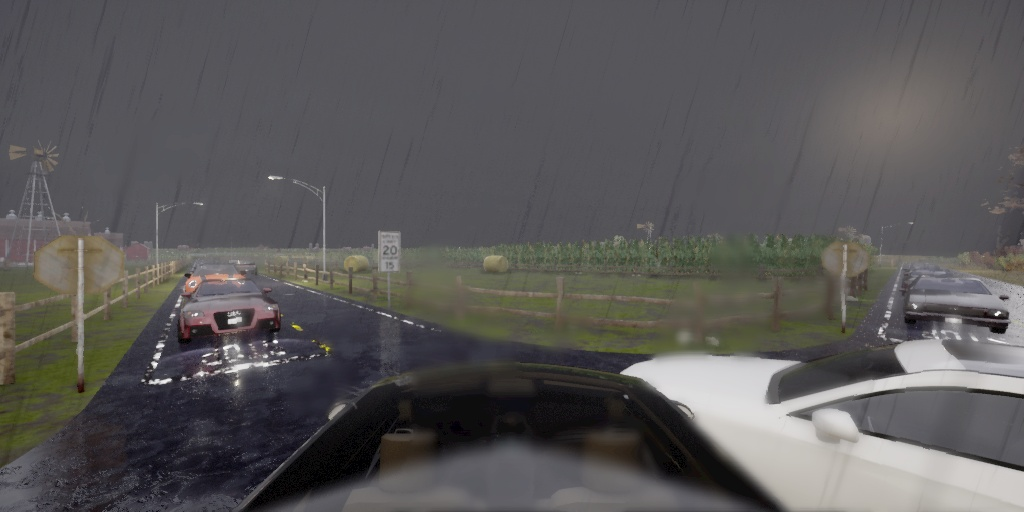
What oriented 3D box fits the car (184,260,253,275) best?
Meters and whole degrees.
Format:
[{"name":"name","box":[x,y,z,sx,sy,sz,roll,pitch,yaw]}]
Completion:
[{"name":"car","box":[-13.562,1.130,16.469,2.097,1.767,4.553,0,0,-41]}]

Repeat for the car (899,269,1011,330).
[{"name":"car","box":[13.622,1.335,11.209,5.357,1.411,2.033,0,1,-42]}]

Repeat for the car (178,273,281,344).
[{"name":"car","box":[-7.849,1.349,9.931,1.994,1.385,4.181,0,0,-42]}]

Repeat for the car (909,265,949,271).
[{"name":"car","box":[21.018,1.364,17.929,4.181,1.385,1.994,0,1,-43]}]

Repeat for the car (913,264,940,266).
[{"name":"car","box":[28.645,1.309,24.850,4.902,1.511,2.128,0,1,-42]}]

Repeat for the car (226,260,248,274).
[{"name":"car","box":[-33.291,1.275,43.348,1.837,1.490,4.892,0,0,-41]}]

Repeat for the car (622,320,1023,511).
[{"name":"car","box":[2.857,1.293,2.241,1.812,1.442,4.674,0,1,-43]}]

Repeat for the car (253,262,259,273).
[{"name":"car","box":[-26.642,1.259,35.825,2.128,1.511,4.902,0,0,-41]}]
